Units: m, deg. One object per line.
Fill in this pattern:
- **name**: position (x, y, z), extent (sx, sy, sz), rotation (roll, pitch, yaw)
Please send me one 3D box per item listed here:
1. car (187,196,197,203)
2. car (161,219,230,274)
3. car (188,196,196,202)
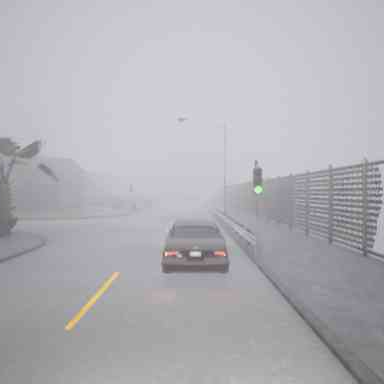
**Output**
- **car**: position (-0.009, 1.597, 69.612), extent (1.994, 1.385, 4.181), rotation (0, 0, 0)
- **car**: position (0.091, 1.554, 10.584), extent (2.033, 1.411, 5.357), rotation (0, 0, 0)
- **car**: position (-0.013, 1.603, 79.672), extent (1.994, 1.385, 4.181), rotation (0, 0, 0)
